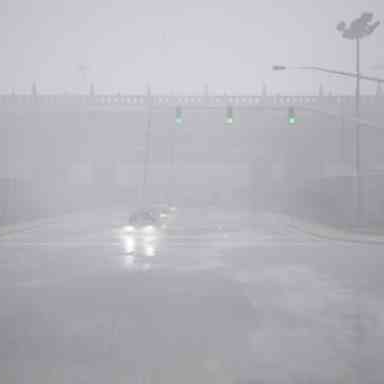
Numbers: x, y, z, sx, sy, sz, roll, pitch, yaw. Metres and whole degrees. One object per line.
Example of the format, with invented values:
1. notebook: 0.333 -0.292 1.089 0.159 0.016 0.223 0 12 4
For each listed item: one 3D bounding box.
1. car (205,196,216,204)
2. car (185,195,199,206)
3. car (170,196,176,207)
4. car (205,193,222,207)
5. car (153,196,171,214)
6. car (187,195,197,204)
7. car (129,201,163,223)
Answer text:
1. car: 3.495 1.478 62.576 1.812 1.442 4.674 0 0 0
2. car: -0.004 1.314 52.552 2.097 1.767 4.553 0 0 0
3. car: -3.543 1.316 49.656 2.097 1.767 4.553 0 0 0
4. car: 3.496 1.187 51.876 2.150 2.045 5.566 0 0 0
5. car: -3.581 1.506 35.960 1.812 1.442 4.674 0 0 0
6. car: -0.005 1.427 62.575 1.882 1.535 5.008 0 0 0
7. car: -3.592 1.593 25.705 1.895 1.301 4.718 0 0 0
